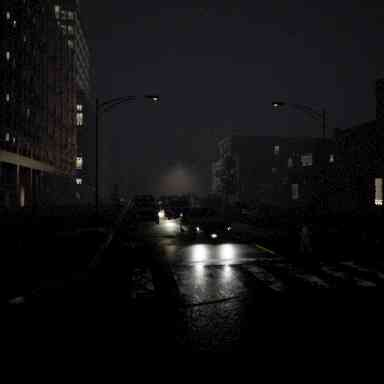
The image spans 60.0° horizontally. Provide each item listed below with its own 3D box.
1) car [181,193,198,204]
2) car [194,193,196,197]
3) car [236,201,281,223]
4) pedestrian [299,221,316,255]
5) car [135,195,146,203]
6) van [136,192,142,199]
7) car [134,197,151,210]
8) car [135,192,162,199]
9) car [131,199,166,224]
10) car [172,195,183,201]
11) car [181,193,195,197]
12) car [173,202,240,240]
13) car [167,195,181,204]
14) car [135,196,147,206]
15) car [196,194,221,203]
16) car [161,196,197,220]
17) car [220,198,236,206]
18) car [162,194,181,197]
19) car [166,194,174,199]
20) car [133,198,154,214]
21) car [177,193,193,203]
[{"bbox_3d":[-0.435,1.097,57.403,2.192,1.841,5.009,1,0,-10],"label":"car"},{"bbox_3d":[0.451,1.328,52.110,1.752,1.417,4.829,1,0,-10],"label":"car"},{"bbox_3d":[5.031,1.441,24.806,1.752,1.417,4.829,1,0,-10],"label":"car"},{"bbox_3d":[3.959,1.529,11.591,0.375,1.300,0.375,1,0,-10],"label":"pedestrian"},{"bbox_3d":[-9.619,1.281,61.479,1.947,1.339,4.313,1,0,-10],"label":"car"},{"bbox_3d":[-14.197,0.958,88.782,1.690,1.788,3.998,1,0,-10],"label":"van"},{"bbox_3d":[-5.954,1.346,39.636,1.887,1.381,4.507,1,0,-10],"label":"car"},{"bbox_3d":[-4.120,1.162,28.715,2.192,1.841,5.009,1,0,-10],"label":"car"},{"bbox_3d":[-3.206,1.422,23.254,2.008,1.369,4.403,1,0,-10],"label":"car"},{"bbox_3d":[-3.186,1.286,73.785,1.947,1.339,4.313,1,0,-10],"label":"car"},{"bbox_3d":[-1.263,1.287,46.343,1.882,1.535,5.008,0,0,-9],"label":"car"},{"bbox_3d":[0.504,1.463,16.776,2.033,1.411,5.357,0,0,-10],"label":"car"},{"bbox_3d":[-3.030,1.273,56.584,1.837,1.490,4.892,0,0,-10],"label":"car"},{"bbox_3d":[-7.758,1.283,50.390,1.752,1.417,4.829,1,0,-10],"label":"car"},{"bbox_3d":[2.313,1.162,41.020,2.192,1.841,5.009,1,0,-10],"label":"car"},{"bbox_3d":[-1.151,1.350,26.618,1.882,1.535,5.008,0,0,-9],"label":"car"},{"bbox_3d":[4.143,1.475,30.100,1.802,1.307,4.206,1,0,-10],"label":"car"},{"bbox_3d":[-2.823,1.181,36.691,2.097,1.767,4.553,0,0,-10],"label":"car"},{"bbox_3d":[-5.934,1.244,90.167,1.802,1.307,4.206,1,0,-10],"label":"car"},{"bbox_3d":[-5.038,1.375,34.176,2.008,1.369,4.403,1,0,-10],"label":"car"},{"bbox_3d":[-1.351,1.076,62.863,2.192,1.841,5.009,1,0,-10],"label":"car"}]
